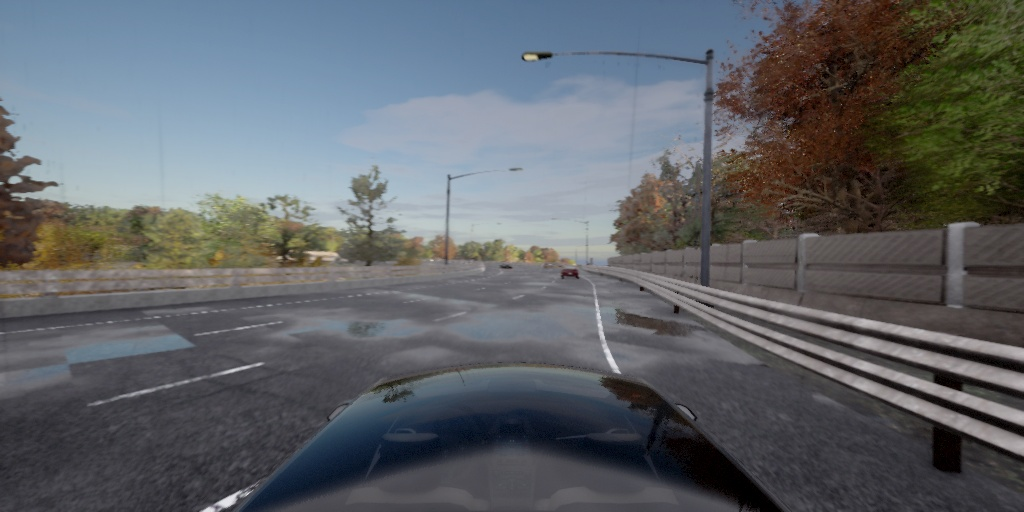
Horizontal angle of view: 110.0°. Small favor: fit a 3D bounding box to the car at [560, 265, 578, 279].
[{"bbox_3d":[6.622,1.798,41.654,1.882,1.535,5.008,2,-1,6],"label":"car"}]
